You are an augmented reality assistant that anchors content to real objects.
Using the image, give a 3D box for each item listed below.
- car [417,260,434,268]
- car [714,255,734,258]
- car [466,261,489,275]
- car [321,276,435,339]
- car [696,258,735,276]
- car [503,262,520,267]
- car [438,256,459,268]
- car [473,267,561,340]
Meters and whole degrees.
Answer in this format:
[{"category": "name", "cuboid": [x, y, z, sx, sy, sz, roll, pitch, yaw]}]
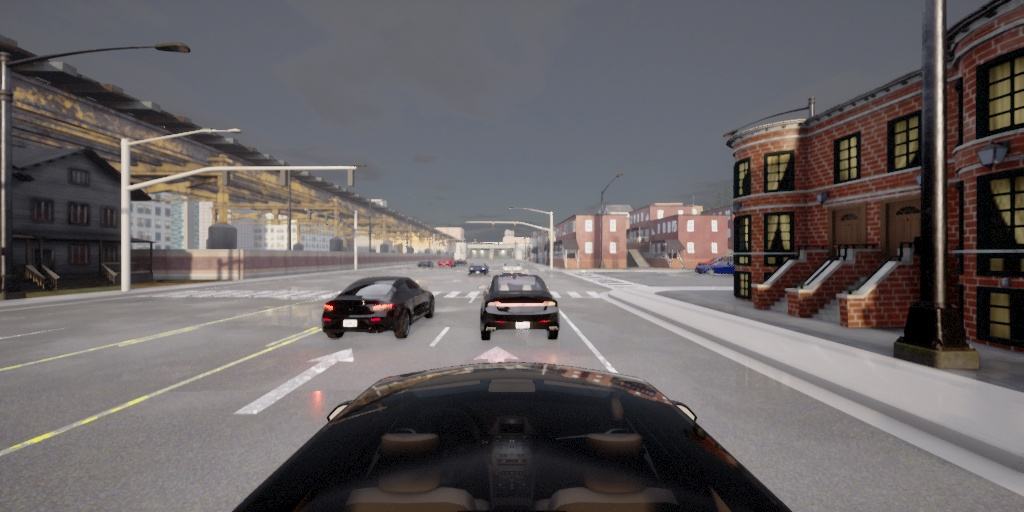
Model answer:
[{"category": "car", "cuboid": [-14.237, 1.287, 59.106, 1.994, 1.385, 4.181, 0, 0, 0]}, {"category": "car", "cuboid": [23.810, 0.953, 40.254, 5.566, 2.045, 2.150, 0, 0, 0]}, {"category": "car", "cuboid": [-3.507, 1.333, 38.753, 1.895, 1.301, 4.718, 0, 0, 0]}, {"category": "car", "cuboid": [-3.451, 1.272, 9.960, 1.812, 1.442, 4.674, 0, 0, 0]}, {"category": "car", "cuboid": [21.486, 1.210, 36.744, 5.008, 1.535, 1.882, 0, 0, 0]}, {"category": "car", "cuboid": [-0.007, 1.333, 38.762, 1.895, 1.301, 4.718, 0, 0, 0]}, {"category": "car", "cuboid": [-10.739, 0.943, 59.427, 2.150, 2.045, 5.566, 0, 0, 0]}, {"category": "car", "cuboid": [0.091, 1.238, 9.927, 2.128, 1.511, 4.902, 0, 0, -3]}]
